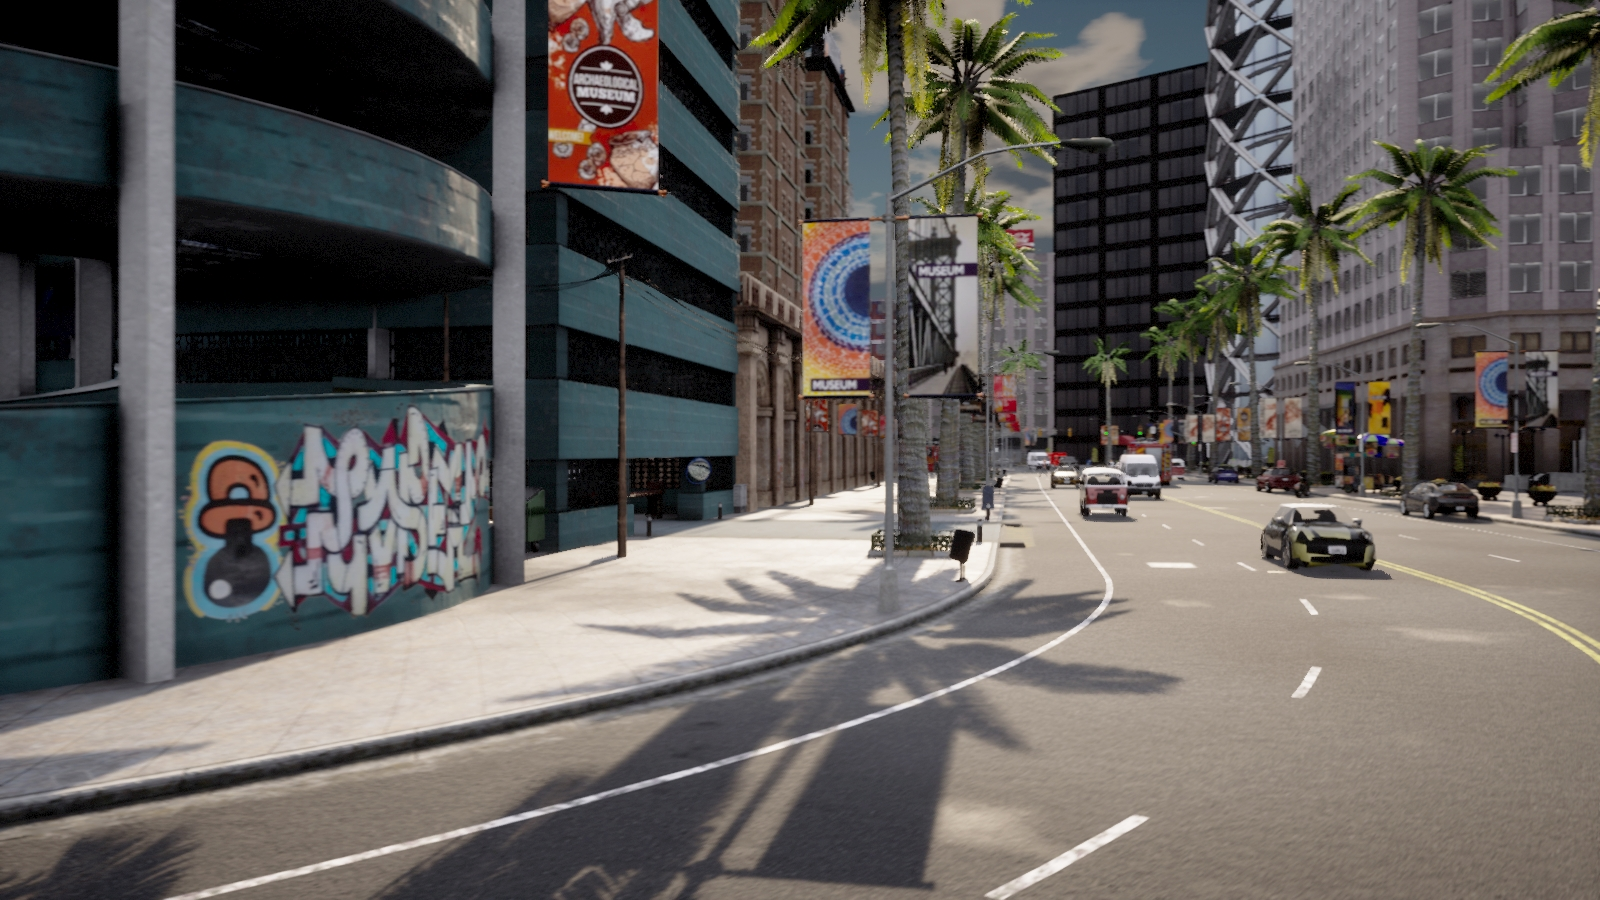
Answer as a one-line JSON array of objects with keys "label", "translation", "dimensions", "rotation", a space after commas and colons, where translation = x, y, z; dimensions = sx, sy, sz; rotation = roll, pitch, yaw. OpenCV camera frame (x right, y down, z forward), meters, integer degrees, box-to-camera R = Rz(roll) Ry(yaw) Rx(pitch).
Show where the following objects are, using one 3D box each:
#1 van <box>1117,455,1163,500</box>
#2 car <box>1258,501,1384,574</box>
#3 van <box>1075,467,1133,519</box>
[{"label": "van", "translation": [20.004, 1.561, 67.419], "dimensions": [1.988, 2.561, 5.915], "rotation": [0, 0, 11]}, {"label": "car", "translation": [12.601, 2.074, 27.890], "dimensions": [1.970, 1.475, 3.806], "rotation": [0, 0, 11]}, {"label": "van", "translation": [13.043, 1.802, 49.228], "dimensions": [2.069, 2.038, 4.480], "rotation": [0, 0, 10]}]
